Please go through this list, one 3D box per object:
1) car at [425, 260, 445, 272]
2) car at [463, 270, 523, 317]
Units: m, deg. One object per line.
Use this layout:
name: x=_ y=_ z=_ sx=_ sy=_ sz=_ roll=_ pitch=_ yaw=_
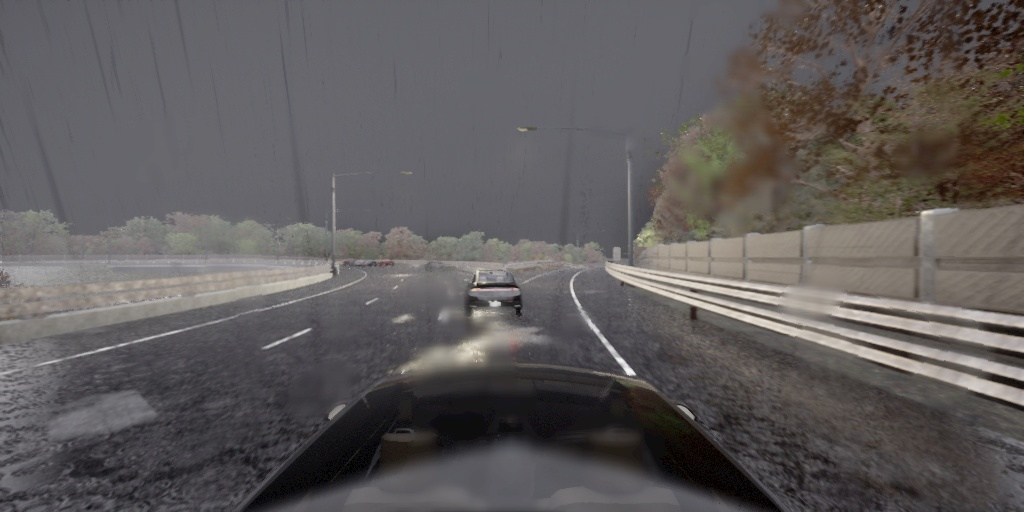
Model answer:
car: x=-10.382 y=1.304 z=48.286 sx=2.128 sy=1.511 sz=4.902 roll=0 pitch=0 yaw=-25
car: x=-0.750 y=1.247 z=13.275 sx=2.128 sy=1.511 sz=4.902 roll=0 pitch=0 yaw=-6
